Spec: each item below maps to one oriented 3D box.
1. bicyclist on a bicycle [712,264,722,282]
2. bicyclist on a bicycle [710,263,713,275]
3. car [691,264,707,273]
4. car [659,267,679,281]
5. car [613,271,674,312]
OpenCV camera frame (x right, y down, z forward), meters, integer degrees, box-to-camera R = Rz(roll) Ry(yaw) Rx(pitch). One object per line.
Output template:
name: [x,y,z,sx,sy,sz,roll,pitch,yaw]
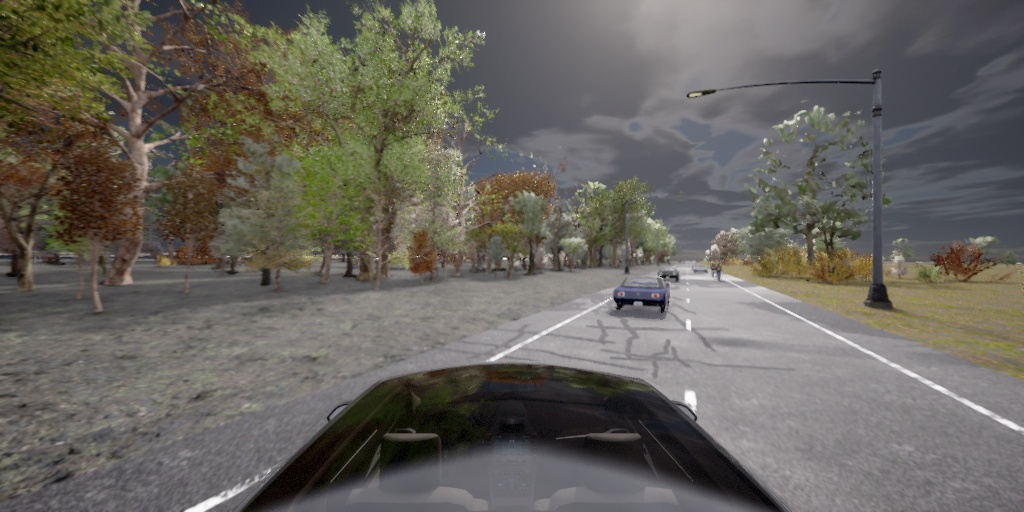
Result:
bicyclist on a bicycle: [19.599,1.598,33.952,0.582,1.620,1.656,0,-1,26]
bicyclist on a bicycle: [23.514,1.691,41.997,0.582,1.620,1.656,0,-1,26]
car: [29.358,1.998,55.982,1.895,1.301,4.718,0,-1,26]
car: [15.624,1.741,35.763,1.895,1.301,4.718,0,-1,26]
car: [5.665,1.503,15.312,1.895,1.301,4.718,0,-1,26]
